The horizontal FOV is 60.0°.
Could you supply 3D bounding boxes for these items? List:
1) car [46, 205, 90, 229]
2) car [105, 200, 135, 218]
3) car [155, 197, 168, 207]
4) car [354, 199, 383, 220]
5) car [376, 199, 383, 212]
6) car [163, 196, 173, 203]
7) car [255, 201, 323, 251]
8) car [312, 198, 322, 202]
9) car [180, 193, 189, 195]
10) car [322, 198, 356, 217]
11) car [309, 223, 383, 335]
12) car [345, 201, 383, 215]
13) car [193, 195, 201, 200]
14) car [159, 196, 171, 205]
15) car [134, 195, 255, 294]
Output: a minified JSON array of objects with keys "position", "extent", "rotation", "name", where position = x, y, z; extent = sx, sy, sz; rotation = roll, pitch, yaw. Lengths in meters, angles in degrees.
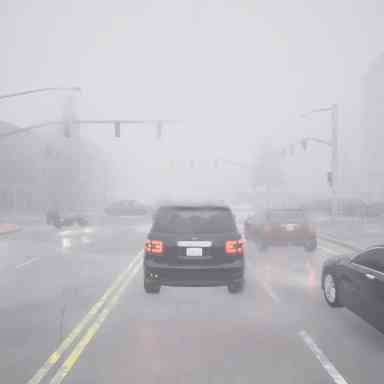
[{"position":[-8.363,1.547,22.105],"extent":[2.033,1.411,5.357],"rotation":[0,0,-33],"name":"car"},{"position":[-5.182,1.491,29.326],"extent":[4.902,1.511,2.128],"rotation":[0,0,-4],"name":"car"},{"position":[-4.704,1.526,51.917],"extent":[1.812,1.442,4.674],"rotation":[0,0,-1],"name":"car"},{"position":[16.304,1.491,26.872],"extent":[4.902,1.511,2.128],"rotation":[0,0,-2],"name":"car"},{"position":[24.174,1.547,37.801],"extent":[5.357,1.411,2.033],"rotation":[0,0,-1],"name":"car"},{"position":[-5.079,1.553,71.188],"extent":[1.994,1.385,4.181],"rotation":[0,0,-1],"name":"car"},{"position":[3.535,1.352,14.138],"extent":[2.097,1.767,4.553],"rotation":[0,0,0],"name":"car"},{"position":[14.435,1.505,37.539],"extent":[4.892,1.490,1.837],"rotation":[0,0,-2],"name":"car"},{"position":[-1.795,1.496,80.194],"extent":[1.837,1.490,4.892],"rotation":[0,0,-1],"name":"car"},{"position":[14.773,1.352,30.324],"extent":[4.553,1.767,2.097],"rotation":[0,0,-2],"name":"car"},{"position":[3.607,1.505,5.057],"extent":[1.837,1.490,4.892],"rotation":[0,0,0],"name":"car"},{"position":[18.485,1.601,34.147],"extent":[4.718,1.301,1.895],"rotation":[0,0,-2],"name":"car"},{"position":[1.461,1.553,90.341],"extent":[1.994,1.385,4.181],"rotation":[0,0,-1],"name":"car"},{"position":[-4.904,1.478,61.307],"extent":[1.882,1.535,5.008],"rotation":[0,0,-1],"name":"car"},{"position":[0.053,1.221,8.960],"extent":[2.150,2.045,5.566],"rotation":[0,0,0],"name":"car"}]
